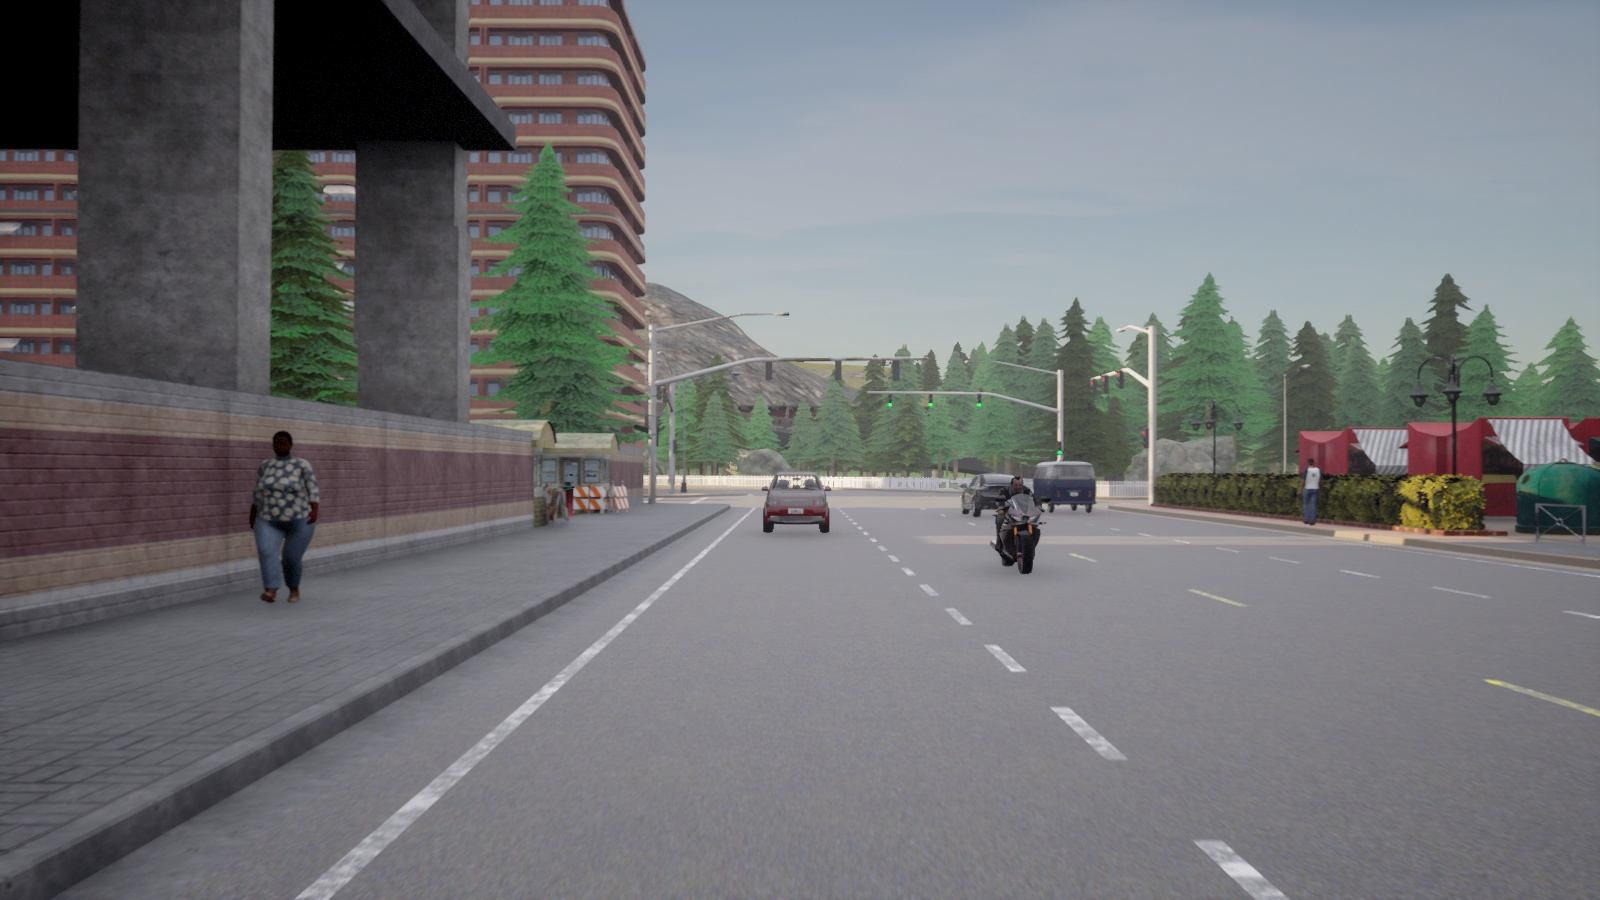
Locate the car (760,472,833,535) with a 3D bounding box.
[{"bbox_3d":[-0.082,1.340,32.632,1.789,1.549,3.705,0,-1,0],"label":"car"}]

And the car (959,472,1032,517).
[{"bbox_3d":[6.890,1.541,44.712,1.837,1.490,4.892,0,-1,0],"label":"car"}]

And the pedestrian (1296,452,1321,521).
[{"bbox_3d":[13.753,0.982,33.971,0.354,1.836,0.706,0,-1,0],"label":"pedestrian"}]

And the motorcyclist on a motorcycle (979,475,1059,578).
[{"bbox_3d":[3.451,1.170,19.976,0.866,1.530,2.191,0,-1,0],"label":"motorcyclist on a motorcycle"}]

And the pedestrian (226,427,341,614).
[{"bbox_3d":[-5.325,0.707,13.002,0.874,1.855,0.900,0,-1,-6],"label":"pedestrian"}]

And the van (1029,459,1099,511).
[{"bbox_3d":[10.377,1.358,49.653,1.775,1.987,4.442,0,-1,0],"label":"van"}]
